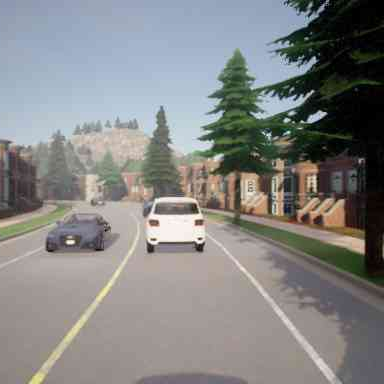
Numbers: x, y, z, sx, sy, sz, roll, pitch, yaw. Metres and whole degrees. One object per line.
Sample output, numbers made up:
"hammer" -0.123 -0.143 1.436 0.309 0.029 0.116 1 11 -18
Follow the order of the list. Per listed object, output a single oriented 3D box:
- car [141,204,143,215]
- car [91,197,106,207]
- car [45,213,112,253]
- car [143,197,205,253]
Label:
"car" -3.802 1.558 31.472 1.812 1.442 4.674 0 0 -13
"car" -15.412 1.567 54.458 2.128 1.511 4.902 0 0 -25
"car" -4.515 1.585 13.767 1.994 1.385 4.181 0 0 -6
"car" -0.792 1.233 14.072 2.150 2.045 5.566 0 0 -6
